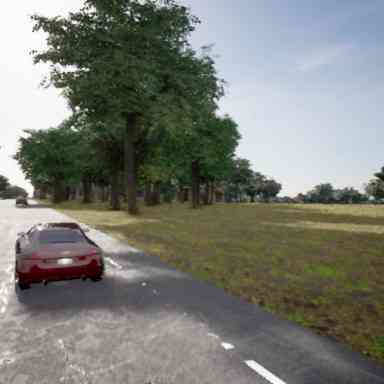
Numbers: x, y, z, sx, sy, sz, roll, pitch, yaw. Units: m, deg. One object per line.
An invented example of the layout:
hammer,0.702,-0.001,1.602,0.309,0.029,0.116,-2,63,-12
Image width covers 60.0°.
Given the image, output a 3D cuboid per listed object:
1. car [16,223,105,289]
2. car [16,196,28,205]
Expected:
car,-3.841,1.555,9.374,1.994,1.385,4.181,0,0,-28
car,-29.549,1.567,57.707,1.895,1.301,4.718,0,0,-28
